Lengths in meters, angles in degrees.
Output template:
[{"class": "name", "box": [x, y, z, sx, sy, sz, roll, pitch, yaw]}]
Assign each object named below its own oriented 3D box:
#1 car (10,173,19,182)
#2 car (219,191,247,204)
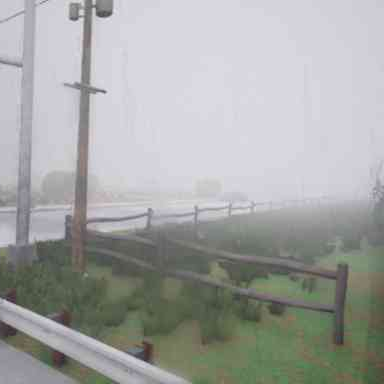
[{"class": "car", "box": [-42.768, -3.641, 80.941, 1.905, 1.878, 3.866, 8, 3, -14]}, {"class": "car", "box": [4.969, 0.618, 39.677, 2.128, 1.511, 4.902, 4, 2, 33]}]
